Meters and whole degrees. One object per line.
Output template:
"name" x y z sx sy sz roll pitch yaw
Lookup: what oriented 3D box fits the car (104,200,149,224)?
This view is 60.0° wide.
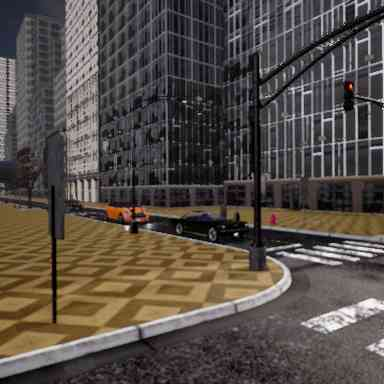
"car" -5.135 1.450 25.886 2.097 1.767 4.553 -1 0 -35

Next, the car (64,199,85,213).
"car" -13.915 1.620 38.416 1.837 1.490 4.892 -1 0 -35

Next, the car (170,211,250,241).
"car" 0.810 1.686 17.437 1.895 1.301 4.718 -1 0 -35
